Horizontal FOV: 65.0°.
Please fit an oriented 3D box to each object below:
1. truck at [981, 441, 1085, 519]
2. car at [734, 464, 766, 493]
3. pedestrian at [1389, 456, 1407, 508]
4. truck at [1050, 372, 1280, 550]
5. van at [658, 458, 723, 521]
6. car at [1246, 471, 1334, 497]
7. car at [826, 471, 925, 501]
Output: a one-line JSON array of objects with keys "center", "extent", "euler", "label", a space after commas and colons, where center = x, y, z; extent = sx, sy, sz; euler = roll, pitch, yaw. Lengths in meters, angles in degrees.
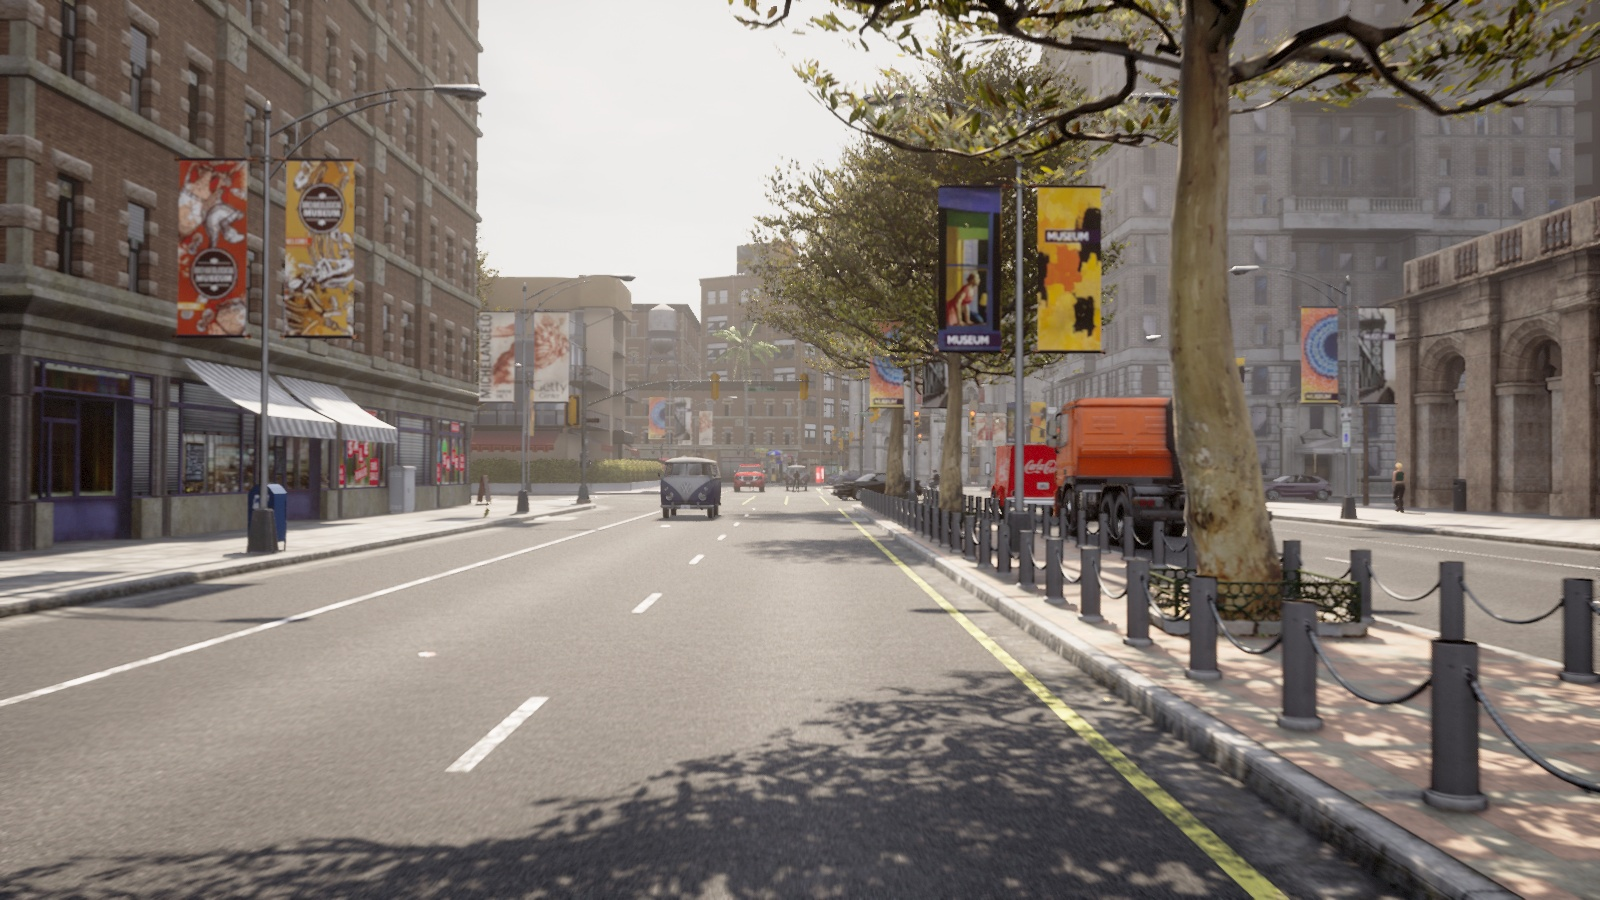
[{"center": [7.789, 1.009, 42.575], "extent": [2.627, 2.467, 5.204], "euler": [0, -1, 1], "label": "truck"}, {"center": [-3.730, 2.122, 94.006], "extent": [2.150, 2.045, 5.566], "euler": [0, -1, 0], "label": "car"}, {"center": [21.392, 1.138, 44.936], "extent": [0.345, 1.836, 0.594], "euler": [0, -1, 0], "label": "pedestrian"}, {"center": [7.926, 0.279, 28.548], "extent": [2.891, 3.462, 7.936], "euler": [0, -1, 0], "label": "truck"}, {"center": [-3.603, 1.283, 41.872], "extent": [1.775, 1.987, 4.442], "euler": [0, -1, 0], "label": "van"}, {"center": [27.476, 1.899, 70.529], "extent": [4.193, 1.474, 1.816], "euler": [0, -1, -1], "label": "car"}, {"center": [4.066, 1.901, 67.174], "extent": [5.008, 1.535, 1.882], "euler": [0, -1, -27], "label": "car"}]
